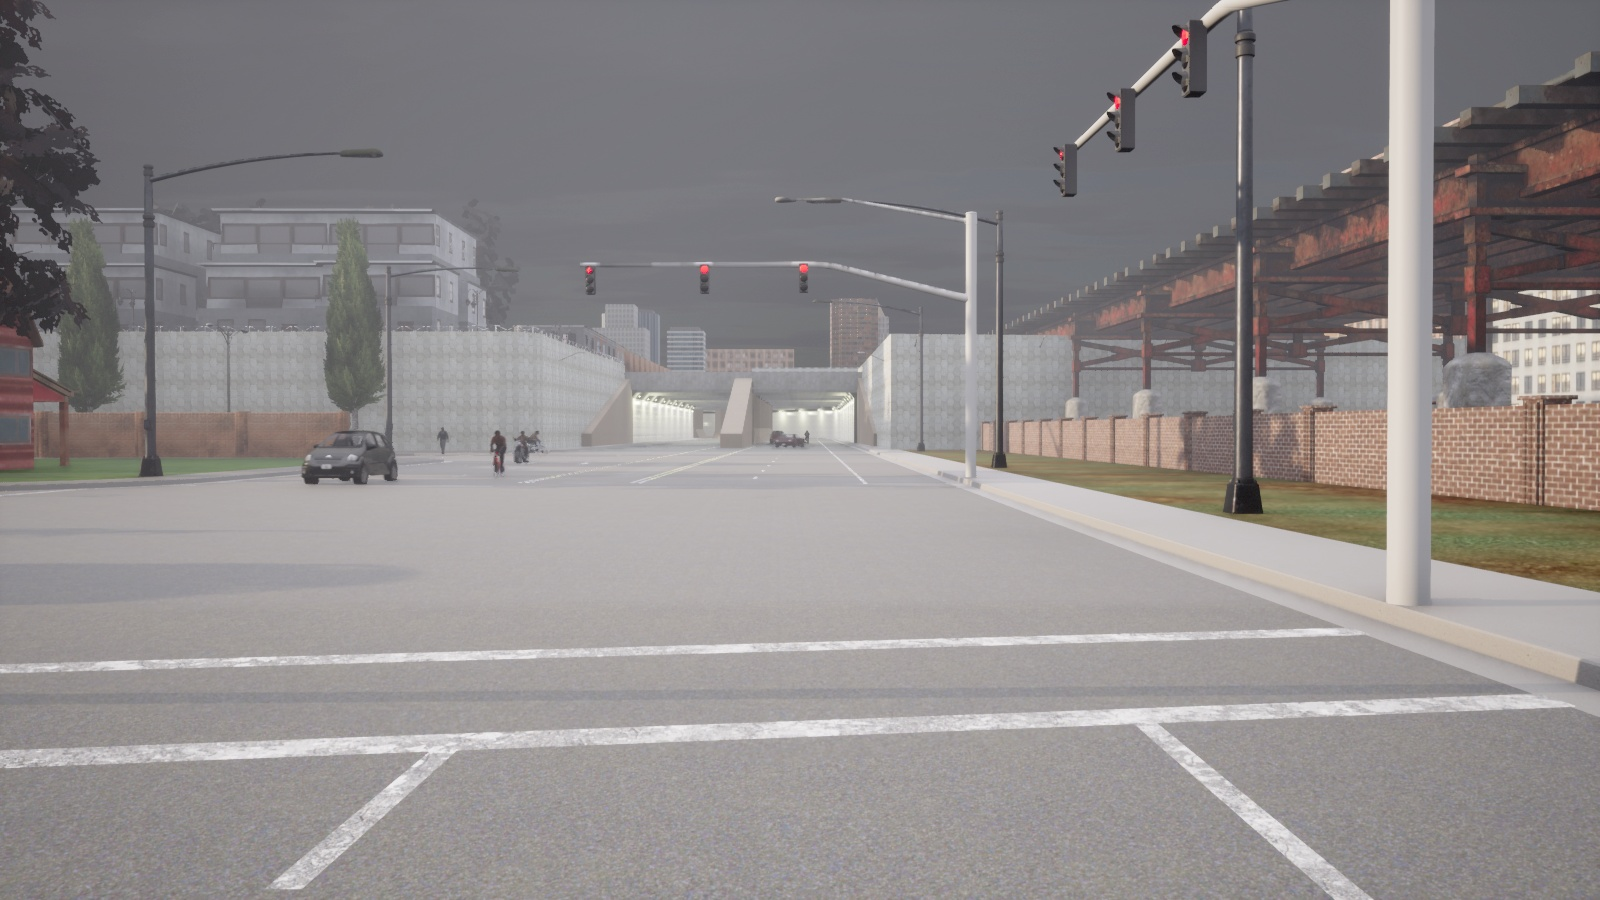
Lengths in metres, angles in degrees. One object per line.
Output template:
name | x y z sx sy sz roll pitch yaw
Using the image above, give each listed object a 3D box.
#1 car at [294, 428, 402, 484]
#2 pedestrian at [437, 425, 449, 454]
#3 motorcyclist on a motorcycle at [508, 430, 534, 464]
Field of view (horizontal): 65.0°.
car | -13.772 0.147 38.469 1.851 1.617 3.988 0 1 0
pedestrian | -23.005 -0.671 80.875 0.563 1.883 0.849 0 1 -5
motorcyclist on a motorcycle | -13.628 -0.157 61.377 0.766 1.649 2.350 0 1 1
